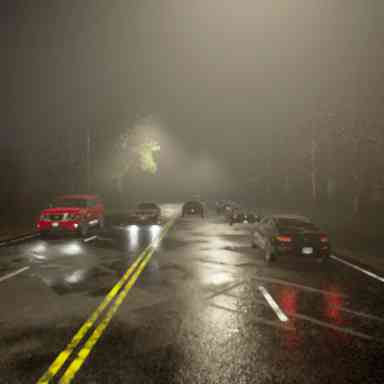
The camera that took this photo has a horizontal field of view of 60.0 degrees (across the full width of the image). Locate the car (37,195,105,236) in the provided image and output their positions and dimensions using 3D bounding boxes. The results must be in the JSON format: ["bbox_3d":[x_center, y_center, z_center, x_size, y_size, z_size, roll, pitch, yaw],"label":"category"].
[{"bbox_3d":[-6.575,1.204,18.803,2.150,2.045,5.566,0,0,0],"label":"car"}]

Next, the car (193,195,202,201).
[{"bbox_3d":[1.241,1.347,75.129,2.033,1.411,5.357,0,0,2],"label":"car"}]

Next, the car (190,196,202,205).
[{"bbox_3d":[0.761,1.440,58.199,1.895,1.301,4.718,-2,0,2],"label":"car"}]

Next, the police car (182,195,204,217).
[{"bbox_3d":[0.093,1.372,31.172,1.930,1.638,5.238,-1,1,1],"label":"police car"}]

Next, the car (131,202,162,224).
[{"bbox_3d":[-3.281,1.501,24.764,1.812,1.442,4.674,0,0,1],"label":"car"}]

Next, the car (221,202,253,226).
[{"bbox_3d":[3.291,1.557,22.649,1.895,1.301,4.718,0,0,0],"label":"car"}]

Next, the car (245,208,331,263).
[{"bbox_3d":[3.248,1.493,11.650,1.812,1.442,4.674,0,0,0],"label":"car"}]

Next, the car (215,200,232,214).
[{"bbox_3d":[3.407,1.502,33.585,1.994,1.385,4.181,0,0,1],"label":"car"}]
